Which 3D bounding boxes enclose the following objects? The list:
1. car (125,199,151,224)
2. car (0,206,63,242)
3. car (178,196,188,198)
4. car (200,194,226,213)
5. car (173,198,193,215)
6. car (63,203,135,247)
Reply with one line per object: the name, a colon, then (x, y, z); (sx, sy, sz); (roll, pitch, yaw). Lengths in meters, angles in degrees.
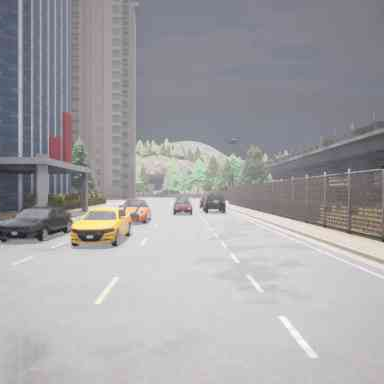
car: (-4.262, 1.352, 24.717); (2.097, 1.767, 4.553); (0, 0, -1)
car: (-7.560, 1.478, 16.525); (1.882, 1.535, 5.008); (0, 0, -2)
car: (-1.254, 1.352, 43.997); (2.097, 1.767, 4.553); (0, 0, -2)
car: (2.439, 1.221, 37.076); (2.150, 2.045, 5.566); (0, 0, -2)
car: (-0.942, 1.601, 34.183); (1.895, 1.301, 4.718); (0, 0, -2)
car: (-4.040, 1.478, 15.375); (1.882, 1.535, 5.008); (0, 0, -2)
